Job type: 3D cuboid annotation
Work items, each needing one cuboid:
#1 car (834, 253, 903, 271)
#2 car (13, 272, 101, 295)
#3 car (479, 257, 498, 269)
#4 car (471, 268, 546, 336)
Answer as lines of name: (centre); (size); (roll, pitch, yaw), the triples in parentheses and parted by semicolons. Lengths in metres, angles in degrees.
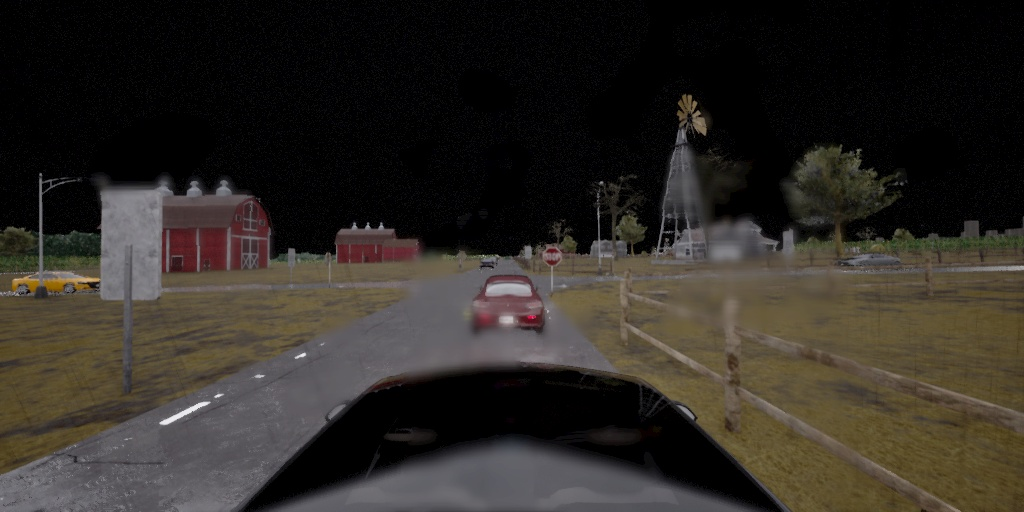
car: (28.610, 0.489, 28.859); (4.181, 1.385, 1.994); (-1, -1, -1)
car: (-31.476, 1.849, 25.055); (5.008, 1.535, 1.882); (-1, -1, -1)
car: (-3.363, 1.048, 48.931); (2.033, 1.411, 5.357); (0, 0, -1)
car: (-0.087, 1.251, 10.242); (1.812, 1.442, 4.674); (0, 0, 0)
